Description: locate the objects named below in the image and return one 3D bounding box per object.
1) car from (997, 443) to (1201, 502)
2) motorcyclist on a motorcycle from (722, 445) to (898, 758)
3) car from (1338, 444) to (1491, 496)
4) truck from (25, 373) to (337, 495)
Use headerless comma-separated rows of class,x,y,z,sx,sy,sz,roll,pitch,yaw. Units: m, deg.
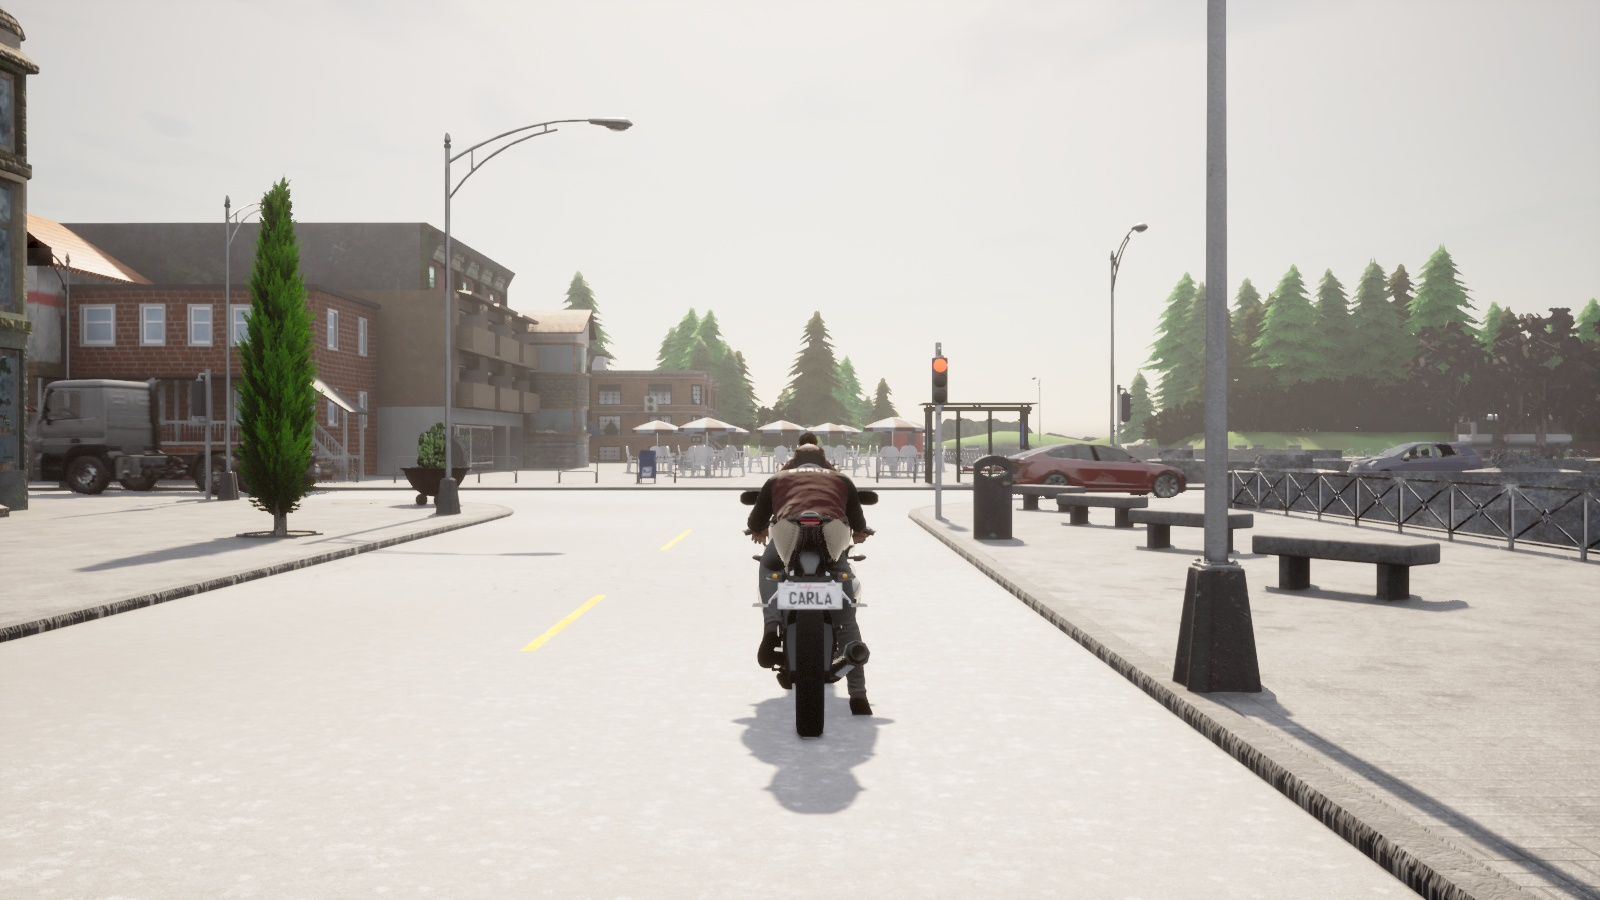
car,7.871,0.565,33.276,4.792,1.488,2.163,0,0,-8
motorcyclist on a motorcycle,0.054,0.740,7.268,0.866,1.530,2.191,0,0,0
car,18.137,0.565,37.195,3.633,1.501,1.845,0,0,0
truck,-18.278,-0.461,37.380,7.936,3.462,2.891,0,0,4
